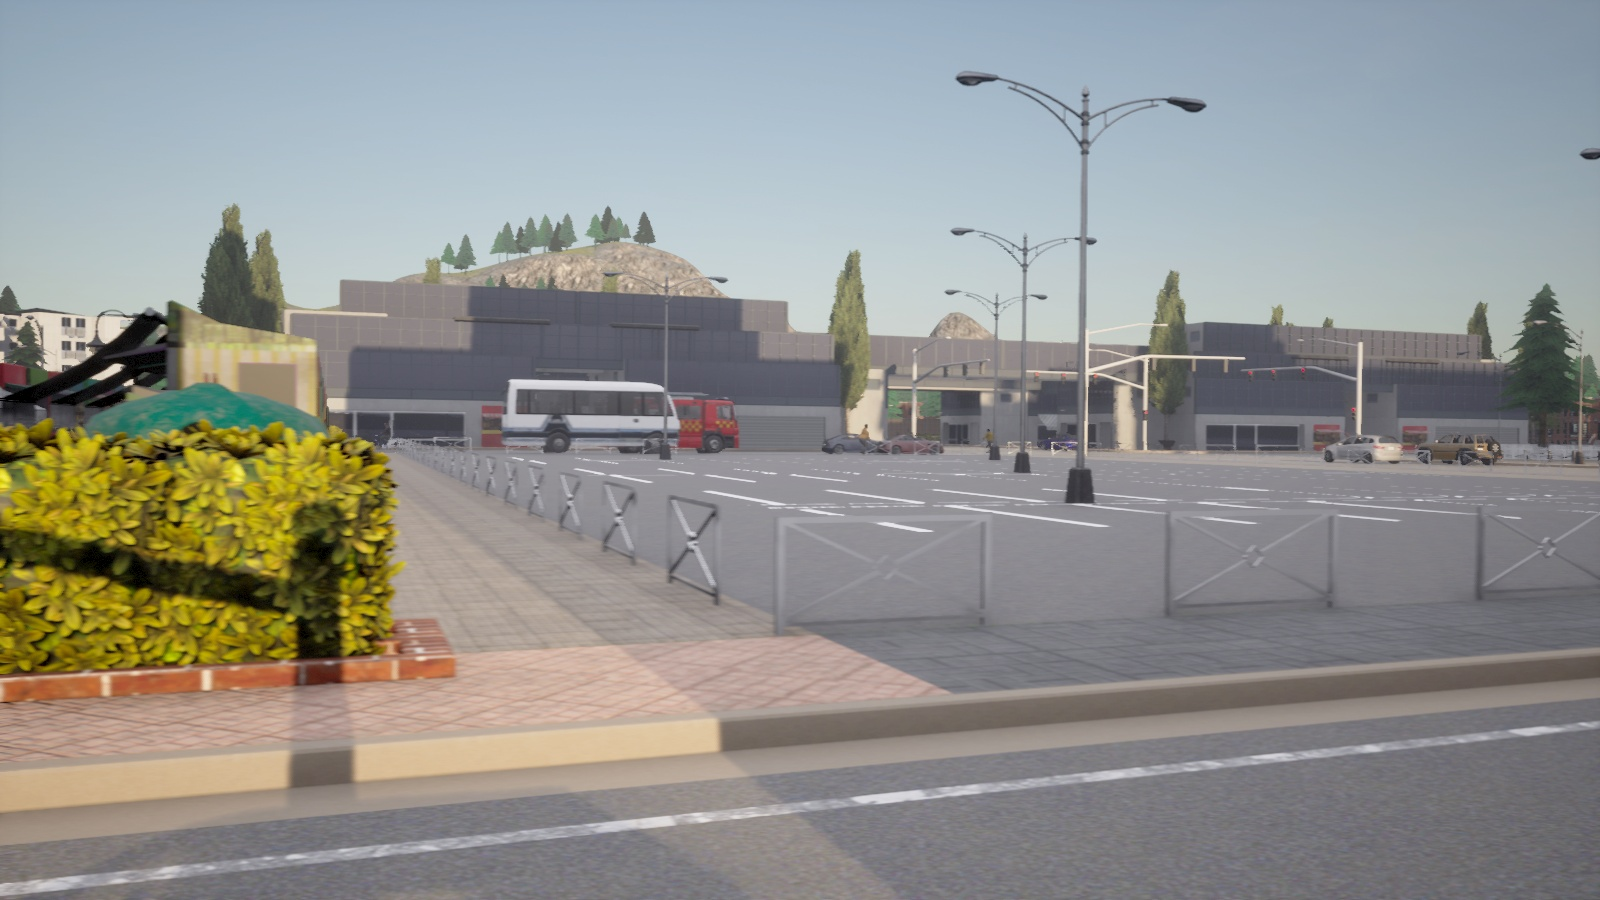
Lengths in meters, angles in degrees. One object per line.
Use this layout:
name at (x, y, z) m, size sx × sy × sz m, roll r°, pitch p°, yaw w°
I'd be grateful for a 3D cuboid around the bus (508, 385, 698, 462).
bus at (-11.435, -1.585, 72.843) m, size 10.273 × 4.253 × 3.944 m, roll -1°, pitch 1°, yaw -19°

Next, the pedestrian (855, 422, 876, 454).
pedestrian at (3.792, -0.715, 72.899) m, size 0.900 × 1.855 × 0.874 m, roll -1°, pitch 1°, yaw -21°

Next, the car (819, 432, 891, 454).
car at (3.576, -0.451, 81.729) m, size 4.181 × 1.385 × 1.994 m, roll -1°, pitch 1°, yaw -18°

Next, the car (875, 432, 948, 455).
car at (7.028, -0.448, 79.227) m, size 4.181 × 1.385 × 1.994 m, roll -1°, pitch 1°, yaw -20°

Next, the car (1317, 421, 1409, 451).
car at (32.425, -0.831, 72.422) m, size 2.242 × 1.667 × 4.611 m, roll -1°, pitch 1°, yaw -20°

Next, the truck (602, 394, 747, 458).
truck at (-7.784, -1.494, 77.797) m, size 8.468 × 3.827 × 2.891 m, roll -1°, pitch 1°, yaw -19°

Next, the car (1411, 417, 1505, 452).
car at (36.859, -0.876, 70.505) m, size 1.932 × 1.855 × 4.605 m, roll -1°, pitch 1°, yaw -18°
